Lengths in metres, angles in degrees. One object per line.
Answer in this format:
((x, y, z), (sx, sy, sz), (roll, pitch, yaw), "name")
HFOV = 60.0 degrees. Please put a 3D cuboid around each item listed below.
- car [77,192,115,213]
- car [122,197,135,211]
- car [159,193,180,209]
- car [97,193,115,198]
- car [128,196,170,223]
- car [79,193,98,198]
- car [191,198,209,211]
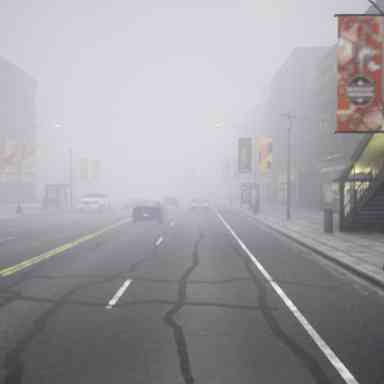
((-9.904, 0.974, 34.263), (2.150, 2.045, 5.566), (0, 0, 1), "car")
((-6.363, 1.282, 37.068), (2.033, 1.411, 5.357), (0, 0, 1), "car")
((-2.600, 1.209, 40.666), (1.837, 1.490, 4.892), (0, -1, 0), "car")
((-22.269, 0.974, 86.249), (4.718, 1.301, 1.895), (0, 0, 31), "car")
((-2.906, 1.309, 23.572), (1.882, 1.535, 5.008), (0, 0, 1), "car")
((-27.530, 0.881, 88.520), (4.674, 1.452, 2.002), (0, 0, 21), "car")
((0.839, 1.342, 36.468), (1.895, 1.301, 4.718), (0, 0, 1), "car")
